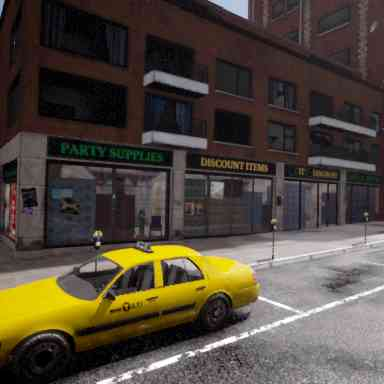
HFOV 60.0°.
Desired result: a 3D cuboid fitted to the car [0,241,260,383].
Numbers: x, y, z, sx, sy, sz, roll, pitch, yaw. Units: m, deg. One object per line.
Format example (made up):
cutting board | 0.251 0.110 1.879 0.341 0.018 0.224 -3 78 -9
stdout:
car | -1.025 1.527 5.341 4.829 1.417 1.752 0 2 -35
